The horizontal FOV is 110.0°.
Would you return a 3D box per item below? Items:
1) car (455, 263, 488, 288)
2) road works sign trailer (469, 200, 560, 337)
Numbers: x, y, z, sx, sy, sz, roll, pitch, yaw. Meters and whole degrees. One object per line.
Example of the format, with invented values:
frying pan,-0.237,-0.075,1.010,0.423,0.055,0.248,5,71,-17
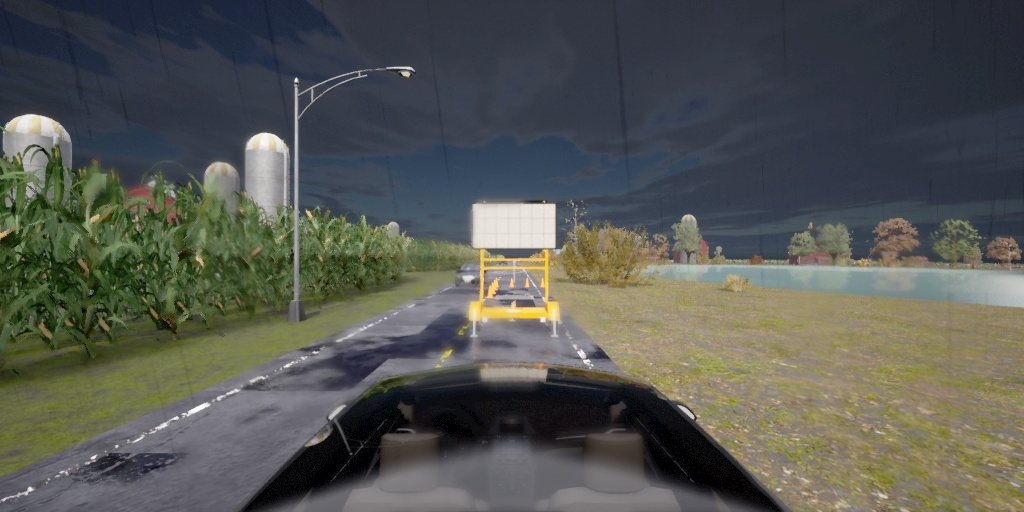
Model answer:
car,-2.682,1.259,24.407,2.128,1.511,4.902,0,0,0
road works sign trailer,0.068,0.217,10.266,2.380,3.560,2.880,0,0,0
